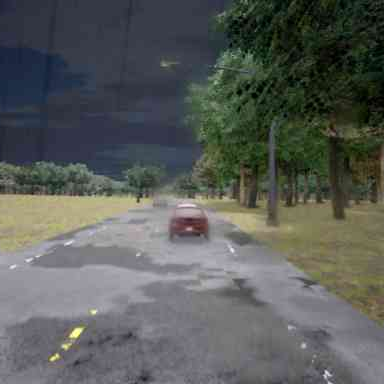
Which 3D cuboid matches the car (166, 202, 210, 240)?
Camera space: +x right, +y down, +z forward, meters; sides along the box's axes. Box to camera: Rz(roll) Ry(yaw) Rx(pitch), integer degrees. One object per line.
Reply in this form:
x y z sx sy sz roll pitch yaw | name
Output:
-0.153 1.482 17.080 1.882 1.535 5.008 0 0 -1 | car

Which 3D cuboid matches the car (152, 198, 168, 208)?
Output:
-4.460 1.526 47.218 1.994 1.385 4.181 0 0 -1 | car
